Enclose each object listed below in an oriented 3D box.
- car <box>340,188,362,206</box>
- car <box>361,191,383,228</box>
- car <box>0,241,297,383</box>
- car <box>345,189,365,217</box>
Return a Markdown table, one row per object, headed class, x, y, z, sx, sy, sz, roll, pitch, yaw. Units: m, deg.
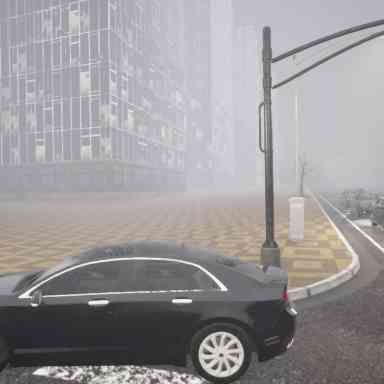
| class | x | y | z | sx | sy | sz | roll | pitch | yaw |
| --- | --- | --- | --- | --- | --- | --- | --- | --- | --- |
| car | 13.112 | 0.454 | 26.740 | 2.128 | 1.511 | 4.902 | -1 | 2 | 18 |
| car | 9.054 | 0.928 | 14.386 | 2.128 | 1.511 | 4.902 | -1 | 2 | 18 |
| car | -1.047 | 1.505 | 4.762 | 4.892 | 1.490 | 1.837 | 0 | 0 | 0 |
| car | 11.110 | 0.759 | 20.678 | 1.994 | 1.385 | 4.181 | -1 | 2 | 17 |
